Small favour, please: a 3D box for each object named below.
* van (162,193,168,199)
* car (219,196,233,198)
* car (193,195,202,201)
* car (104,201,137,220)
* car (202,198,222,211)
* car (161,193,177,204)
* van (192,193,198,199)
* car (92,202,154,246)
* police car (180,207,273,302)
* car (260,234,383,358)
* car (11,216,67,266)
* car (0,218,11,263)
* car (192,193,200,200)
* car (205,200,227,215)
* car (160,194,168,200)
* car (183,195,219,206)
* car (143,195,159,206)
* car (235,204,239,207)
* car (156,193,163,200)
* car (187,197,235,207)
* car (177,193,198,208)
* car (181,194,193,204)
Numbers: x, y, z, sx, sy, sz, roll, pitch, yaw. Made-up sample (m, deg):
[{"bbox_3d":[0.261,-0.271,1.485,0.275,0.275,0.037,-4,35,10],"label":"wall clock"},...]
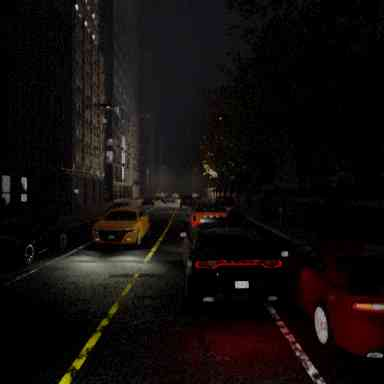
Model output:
[{"bbox_3d":[-7.664,1.063,95.049,1.690,1.788,3.998,0,0,-1],"label":"van"},{"bbox_3d":[2.538,1.270,28.301,2.192,1.841,5.009,0,0,-1],"label":"car"},{"bbox_3d":[1.281,1.339,78.324,2.008,1.369,4.403,0,0,-1],"label":"car"},{"bbox_3d":[-5.993,1.520,28.341,1.947,1.339,4.313,0,0,-1],"label":"car"},{"bbox_3d":[2.258,1.471,39.418,2.008,1.369,4.403,0,0,-1],"label":"car"},{"bbox_3d":[-3.978,1.383,57.864,1.812,1.442,4.674,0,0,-1],"label":"car"},{"bbox_3d":[0.865,1.065,94.998,1.690,1.788,3.998,0,0,-1],"label":"van"},{"bbox_3d":[-3.106,1.462,15.317,1.882,1.535,5.008,0,0,0],"label":"car"},{"bbox_3d":[0.739,1.419,8.424,1.930,1.638,5.238,0,0,-3],"label":"police car"},{"bbox_3d":[2.701,1.541,6.078,1.887,1.381,4.507,0,0,0],"label":"car"},{"bbox_3d":[-5.817,1.556,11.595,1.947,1.339,4.313,0,0,0],"label":"car"},{"bbox_3d":[-5.824,1.312,6.034,2.192,1.841,5.009,0,0,0],"label":"car"},{"bbox_3d":[1.003,1.187,89.440,1.967,1.590,4.097,0,0,-1],"label":"car"},{"bbox_3d":[2.397,1.520,33.860,1.802,1.307,4.206,0,0,-1],"label":"car"},{"bbox_3d":[-7.527,1.296,89.491,2.008,1.369,4.403,0,0,-1],"label":"car"},{"bbox_3d":[0.696,1.317,24.400,2.097,1.767,4.553,0,0,1],"label":"car"},{"bbox_3d":[-6.551,1.464,50.582,1.802,1.307,4.206,0,0,-1],"label":"car"},{"bbox_3d":[2.650,1.552,22.736,1.802,1.307,4.206,0,0,-1],"label":"car"},{"bbox_3d":[-7.107,1.121,72.814,2.192,1.841,5.009,0,0,-1],"label":"car"},{"bbox_3d":[0.906,1.330,18.351,2.097,1.767,4.553,0,0,0],"label":"car"},{"bbox_3d":[-0.597,1.249,46.380,2.097,1.767,4.553,0,0,-1],"label":"car"},{"bbox_3d":[-0.945,1.204,59.607,2.097,1.767,4.553,0,0,-1],"label":"car"}]
